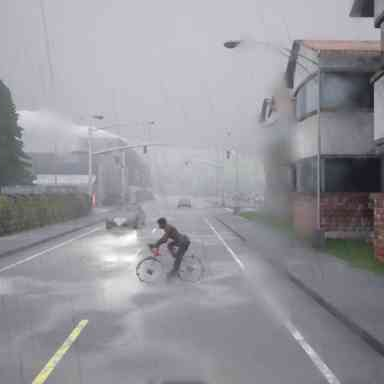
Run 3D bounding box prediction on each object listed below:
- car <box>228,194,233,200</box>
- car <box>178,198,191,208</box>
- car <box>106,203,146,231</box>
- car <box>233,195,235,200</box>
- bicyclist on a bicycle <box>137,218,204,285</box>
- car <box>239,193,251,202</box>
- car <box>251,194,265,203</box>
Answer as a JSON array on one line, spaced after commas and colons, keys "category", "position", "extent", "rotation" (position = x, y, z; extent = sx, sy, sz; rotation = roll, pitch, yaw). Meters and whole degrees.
[{"category": "car", "position": [11.770, 1.107, 81.528], "extent": [4.605, 1.855, 1.932], "rotation": [0, 0, -2]}, {"category": "car", "position": [-1.054, 1.542, 47.140], "extent": [2.033, 1.411, 5.357], "rotation": [0, 0, -1]}, {"category": "car", "position": [-4.037, 1.491, 20.825], "extent": [2.128, 1.511, 4.902], "rotation": [0, 0, -1]}, {"category": "car", "position": [12.254, 1.087, 78.633], "extent": [3.866, 1.878, 1.905], "rotation": [0, 0, -2]}, {"category": "bicyclist on a bicycle", "position": [-0.543, 1.448, 8.079], "extent": [1.656, 1.620, 0.582], "rotation": [-2, 0, -1]}, {"category": "car", "position": [12.571, 1.164, 65.843], "extent": [5.027, 1.636, 2.152], "rotation": [0, 0, -2]}, {"category": "car", "position": [13.054, 1.243, 59.436], "extent": [3.806, 1.475, 1.970], "rotation": [0, 0, -2]}]
